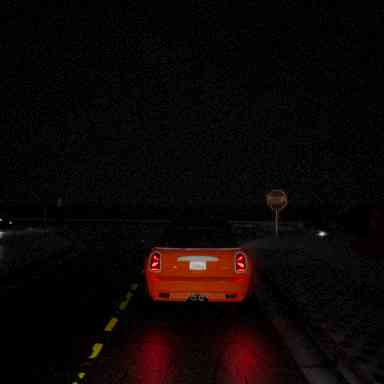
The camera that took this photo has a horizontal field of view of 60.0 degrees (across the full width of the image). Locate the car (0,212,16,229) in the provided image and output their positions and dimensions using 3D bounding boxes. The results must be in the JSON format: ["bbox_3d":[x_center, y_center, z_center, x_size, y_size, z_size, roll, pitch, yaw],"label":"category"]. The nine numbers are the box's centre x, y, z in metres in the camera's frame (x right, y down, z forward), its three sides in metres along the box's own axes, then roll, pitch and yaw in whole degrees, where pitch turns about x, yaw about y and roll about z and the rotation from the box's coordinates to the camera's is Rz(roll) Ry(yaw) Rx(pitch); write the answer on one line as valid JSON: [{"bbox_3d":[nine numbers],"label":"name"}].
[{"bbox_3d":[-12.261,1.376,18.339,4.674,1.442,1.812,1,0,1],"label":"car"}]

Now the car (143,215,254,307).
[{"bbox_3d":[0.182,1.354,8.150,2.097,1.767,4.553,0,0,2],"label":"car"}]

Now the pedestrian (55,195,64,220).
[{"bbox_3d":[-9.673,1.069,24.313,0.375,1.860,0.375,0,-1,0],"label":"pedestrian"}]

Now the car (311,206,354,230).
[{"bbox_3d":[10.332,1.635,21.506,5.008,1.535,1.882,1,0,0],"label":"car"}]
